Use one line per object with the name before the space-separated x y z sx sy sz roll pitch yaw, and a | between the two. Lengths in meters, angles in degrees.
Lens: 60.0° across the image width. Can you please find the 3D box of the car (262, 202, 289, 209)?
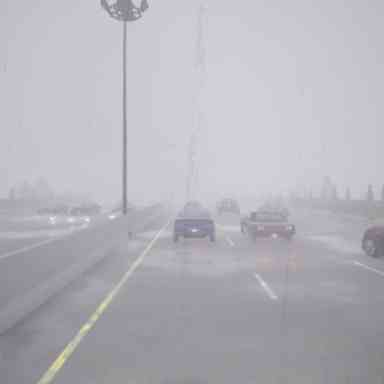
car | 7.098 1.577 29.272 2.033 1.411 5.357 0 0 0

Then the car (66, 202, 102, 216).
car | -10.597 1.641 33.392 1.895 1.301 4.718 0 0 0

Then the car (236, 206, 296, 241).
car | 3.599 1.610 16.750 1.895 1.301 4.718 0 0 0

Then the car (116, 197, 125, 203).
car | -16.105 1.685 74.384 1.895 1.301 4.718 0 0 -13

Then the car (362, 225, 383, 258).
car | 7.100 1.356 9.961 2.097 1.767 4.553 0 0 0

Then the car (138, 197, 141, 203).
car | -12.615 1.754 74.828 1.994 1.385 4.181 0 0 -13

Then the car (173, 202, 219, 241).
car | 0.098 1.487 16.655 1.882 1.535 5.008 0 0 0

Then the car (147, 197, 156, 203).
car | -9.202 1.784 75.601 1.895 1.301 4.718 0 0 -13

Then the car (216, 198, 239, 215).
car | 3.599 1.394 34.373 2.097 1.767 4.553 0 0 0

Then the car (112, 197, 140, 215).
car | -7.094 1.570 35.107 1.812 1.442 4.674 0 0 0

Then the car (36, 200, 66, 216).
car | -14.095 1.567 33.870 1.812 1.442 4.674 0 0 0
